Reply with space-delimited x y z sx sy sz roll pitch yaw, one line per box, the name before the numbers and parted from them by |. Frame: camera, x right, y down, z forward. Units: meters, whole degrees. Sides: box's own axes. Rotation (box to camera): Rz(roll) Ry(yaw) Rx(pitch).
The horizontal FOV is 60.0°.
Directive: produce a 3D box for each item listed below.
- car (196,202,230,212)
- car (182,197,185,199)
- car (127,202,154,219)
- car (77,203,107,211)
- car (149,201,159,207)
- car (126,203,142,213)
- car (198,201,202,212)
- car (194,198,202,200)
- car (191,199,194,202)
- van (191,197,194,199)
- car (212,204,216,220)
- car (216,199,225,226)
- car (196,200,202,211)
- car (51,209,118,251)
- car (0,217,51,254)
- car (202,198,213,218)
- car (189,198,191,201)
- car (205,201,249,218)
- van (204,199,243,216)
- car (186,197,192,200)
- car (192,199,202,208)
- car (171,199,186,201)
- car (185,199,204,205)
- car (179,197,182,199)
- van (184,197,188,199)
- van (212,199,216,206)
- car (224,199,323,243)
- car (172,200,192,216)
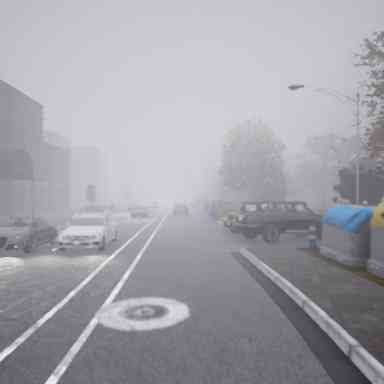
car | 3.302 2.332 52.964 4.892 1.521 2.231 1 -1 -23
car | 0.813 2.674 85.438 5.366 1.575 1.946 1 0 -25
car | -5.521 2.145 36.340 2.033 1.411 5.357 0 -1 -3
car | -7.894 1.784 26.521 2.097 1.767 4.553 0 -1 -2
car | -6.141 2.023 52.454 1.812 1.442 4.674 0 -1 -3
car | -8.925 2.437 51.653 1.895 1.301 4.718 0 -1 -2
car | 3.721 2.233 44.081 4.792 1.488 2.163 1 -1 -23
car | 3.116 2.243 55.923 4.553 1.767 2.185 1 -1 -23
car | 2.807 2.482 61.863 4.674 1.452 2.002 1 0 -24
van | 2.727 2.253 64.885 4.442 1.987 1.878 1 -1 -24
car | 4.434 1.842 23.279 5.366 1.575 1.946 1 -1 -23
car | 4.701 1.541 20.396 5.566 2.045 2.435 1 -1 -22
car | 3.740 2.247 47.100 5.366 1.575 1.946 1 -1 -23
car | -4.609 1.748 15.322 1.812 1.442 4.674 0 -1 -3
car | -7.372 1.771 14.380 1.994 1.385 4.181 0 -1 -3
car | 4.240 1.759 32.252 5.566 2.045 2.435 1 -1 -23
car | 2.414 2.509 67.796 5.008 1.535 2.097 1 -1 -24
car | 3.982 1.984 38.162 4.553 1.767 2.185 1 -1 -22
van | 3.930 1.933 41.162 4.442 1.987 1.878 1 -1 -22
car | 1.506 2.664 79.602 4.674 1.452 2.002 1 -1 -25
car | 3.266 2.284 49.922 5.366 1.575 1.946 1 -1 -23
car | -2.329 2.471 58.852 2.033 1.411 5.357 0 -1 -3
car | 0.700 2.749 88.476 4.674 1.452 2.002 1 0 -26
car | 0.128 2.519 94.407 5.566 2.045 2.435 1 -1 -26
van | 1.149 2.424 82.511 4.442 1.987 1.878 1 0 -25
van | 4.444 1.733 29.332 4.442 1.987 1.878 1 -1 -22
car | 4.875 1.487 17.473 5.566 2.045 2.435 1 -1 -22
car | -1.436 2.186 42.375 2.128 1.511 4.902 0 -1 -2
